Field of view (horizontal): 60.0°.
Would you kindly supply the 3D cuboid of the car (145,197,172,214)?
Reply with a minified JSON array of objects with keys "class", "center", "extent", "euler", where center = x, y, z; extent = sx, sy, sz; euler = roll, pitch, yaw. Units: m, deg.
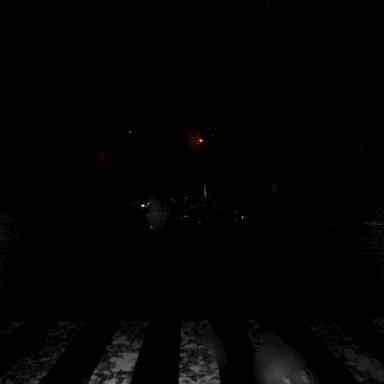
[{"class":"car","center":[-3.449,1.569,34.700],"extent":[1.994,1.385,4.181],"euler":[0,0,-2]}]

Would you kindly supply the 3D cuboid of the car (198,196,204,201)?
[{"class":"car","center":[2.242,1.554,47.300],"extent":[1.887,1.381,4.507],"euler":[0,0,-1]}]

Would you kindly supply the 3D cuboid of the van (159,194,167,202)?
[{"class":"van","center":[-6.704,1.369,77.511],"extent":[1.690,1.788,3.998],"euler":[0,0,-1]}]

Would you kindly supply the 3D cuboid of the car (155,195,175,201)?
[{"class":"car","center":[-3.563,1.485,43.513],"extent":[1.882,1.535,5.008],"euler":[0,0,-1]}]

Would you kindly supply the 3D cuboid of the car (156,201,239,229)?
[{"class":"car","center":[0.456,1.494,20.905],"extent":[4.902,1.511,2.128],"euler":[0,0,-1]}]

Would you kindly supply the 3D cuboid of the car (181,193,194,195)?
[{"class":"car","center":[-0.883,1.548,73.937],"extent":[2.128,1.511,4.902],"euler":[0,0,-1]}]

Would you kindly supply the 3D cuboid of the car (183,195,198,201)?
[{"class":"car","center":[-0.492,1.612,52.580],"extent":[1.895,1.301,4.718],"euler":[0,0,-1]}]

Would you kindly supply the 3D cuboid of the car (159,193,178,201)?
[{"class":"car","center":[-3.684,1.364,52.663],"extent":[2.097,1.767,4.553],"euler":[0,0,-1]}]

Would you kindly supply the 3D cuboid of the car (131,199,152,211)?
[{"class":"car","center":[-6.200,1.558,41.289],"extent":[2.008,1.369,4.403],"euler":[0,0,-1]}]

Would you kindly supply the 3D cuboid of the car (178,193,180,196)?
[{"class":"car","center":[-3.791,1.509,62.442],"extent":[2.128,1.511,4.902],"euler":[0,0,0]}]

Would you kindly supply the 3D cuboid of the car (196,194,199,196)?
[{"class":"car","center":[2.029,1.568,62.615],"extent":[2.008,1.369,4.403],"euler":[0,0,-1]}]

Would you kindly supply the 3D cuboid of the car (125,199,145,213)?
[{"class":"car","center":[-6.131,1.556,36.297],"extent":[2.008,1.369,4.403],"euler":[0,0,-1]}]

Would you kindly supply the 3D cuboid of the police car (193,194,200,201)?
[{"class":"police car","center":[1.246,1.464,90.590],"extent":[1.930,1.638,5.238],"euler":[0,0,-1]}]

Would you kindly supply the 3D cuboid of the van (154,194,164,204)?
[{"class":"van","center":[-6.554,1.361,66.685],"extent":[1.690,1.788,3.998],"euler":[0,0,-1]}]

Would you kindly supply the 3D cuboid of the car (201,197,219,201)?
[{"class":"car","center":[2.393,1.556,36.412],"extent":[2.008,1.369,4.403],"euler":[0,0,-1]}]

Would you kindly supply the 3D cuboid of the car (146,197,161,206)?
[{"class":"car","center":[-6.403,1.579,55.859],"extent":[1.947,1.339,4.313],"euler":[0,0,-1]}]
